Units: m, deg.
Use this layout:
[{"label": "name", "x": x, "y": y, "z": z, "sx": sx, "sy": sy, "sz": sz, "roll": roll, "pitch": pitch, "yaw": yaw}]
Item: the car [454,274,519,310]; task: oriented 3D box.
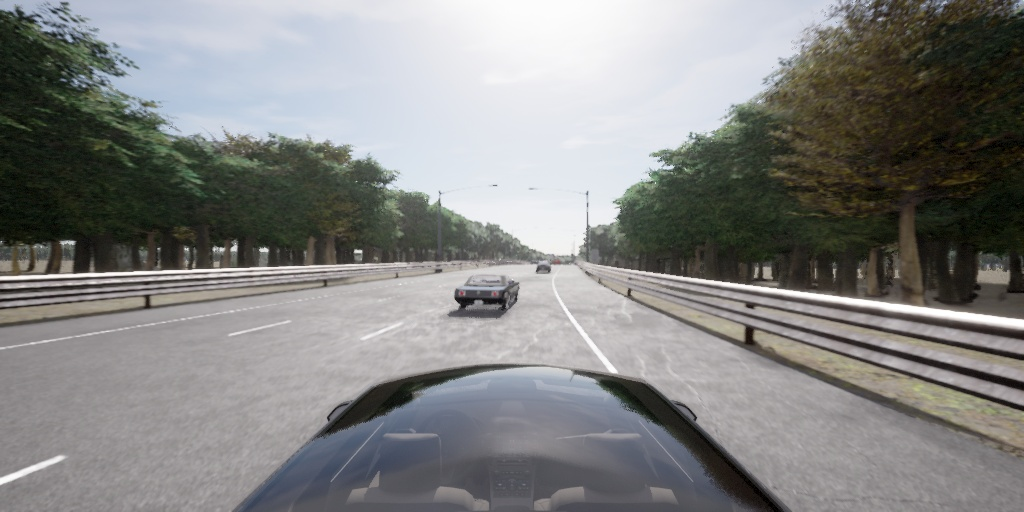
[{"label": "car", "x": -0.847, "y": 1.383, "z": 15.022, "sx": 1.895, "sy": 1.301, "sz": 4.718, "roll": 0, "pitch": 0, "yaw": 9}]

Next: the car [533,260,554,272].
[{"label": "car", "x": 4.298, "y": 1.420, "z": 48.318, "sx": 1.812, "sy": 1.442, "sz": 4.674, "roll": 0, "pitch": 0, "yaw": 9}]
